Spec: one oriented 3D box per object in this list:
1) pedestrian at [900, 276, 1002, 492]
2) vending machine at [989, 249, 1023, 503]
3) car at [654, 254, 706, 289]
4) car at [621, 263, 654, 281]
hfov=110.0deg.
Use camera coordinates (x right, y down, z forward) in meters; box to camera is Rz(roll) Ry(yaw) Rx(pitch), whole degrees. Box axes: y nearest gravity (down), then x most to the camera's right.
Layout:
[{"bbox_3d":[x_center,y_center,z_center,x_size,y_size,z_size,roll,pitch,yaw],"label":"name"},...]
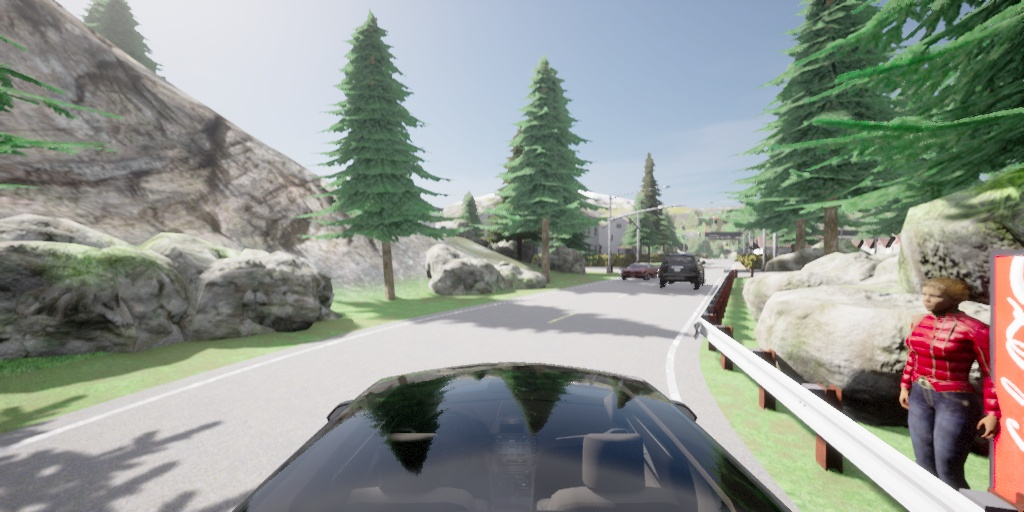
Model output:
[{"bbox_3d":[3.006,1.042,2.497,0.375,1.860,0.375,0,0,9],"label":"pedestrian"},{"bbox_3d":[3.364,0.948,1.695,1.100,2.100,0.880,0,0,6],"label":"vending machine"},{"bbox_3d":[10.750,0.886,22.530,2.150,2.045,5.566,0,0,32],"label":"car"},{"bbox_3d":[10.056,1.240,28.248,1.895,1.301,4.718,0,0,33],"label":"car"}]
